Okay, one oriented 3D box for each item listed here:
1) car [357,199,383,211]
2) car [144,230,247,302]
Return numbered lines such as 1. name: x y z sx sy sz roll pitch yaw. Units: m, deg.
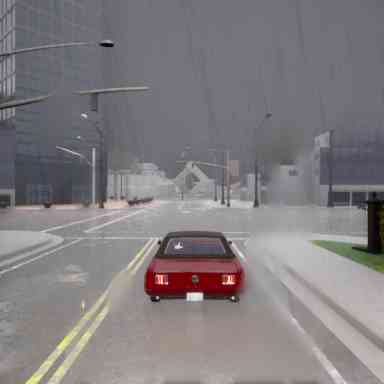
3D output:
1. car: 21.715 1.494 37.641 5.357 1.411 2.033 0 0 0
2. car: 0.070 1.601 8.214 1.895 1.301 4.718 0 0 0
